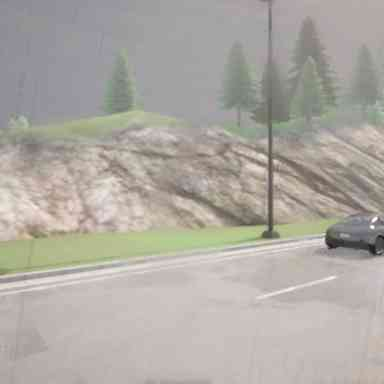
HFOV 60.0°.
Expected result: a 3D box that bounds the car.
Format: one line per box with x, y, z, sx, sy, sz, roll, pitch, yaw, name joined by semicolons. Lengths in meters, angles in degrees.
7.176;1.551;13.259;4.181;1.385;1.994;0;0;-36;car
